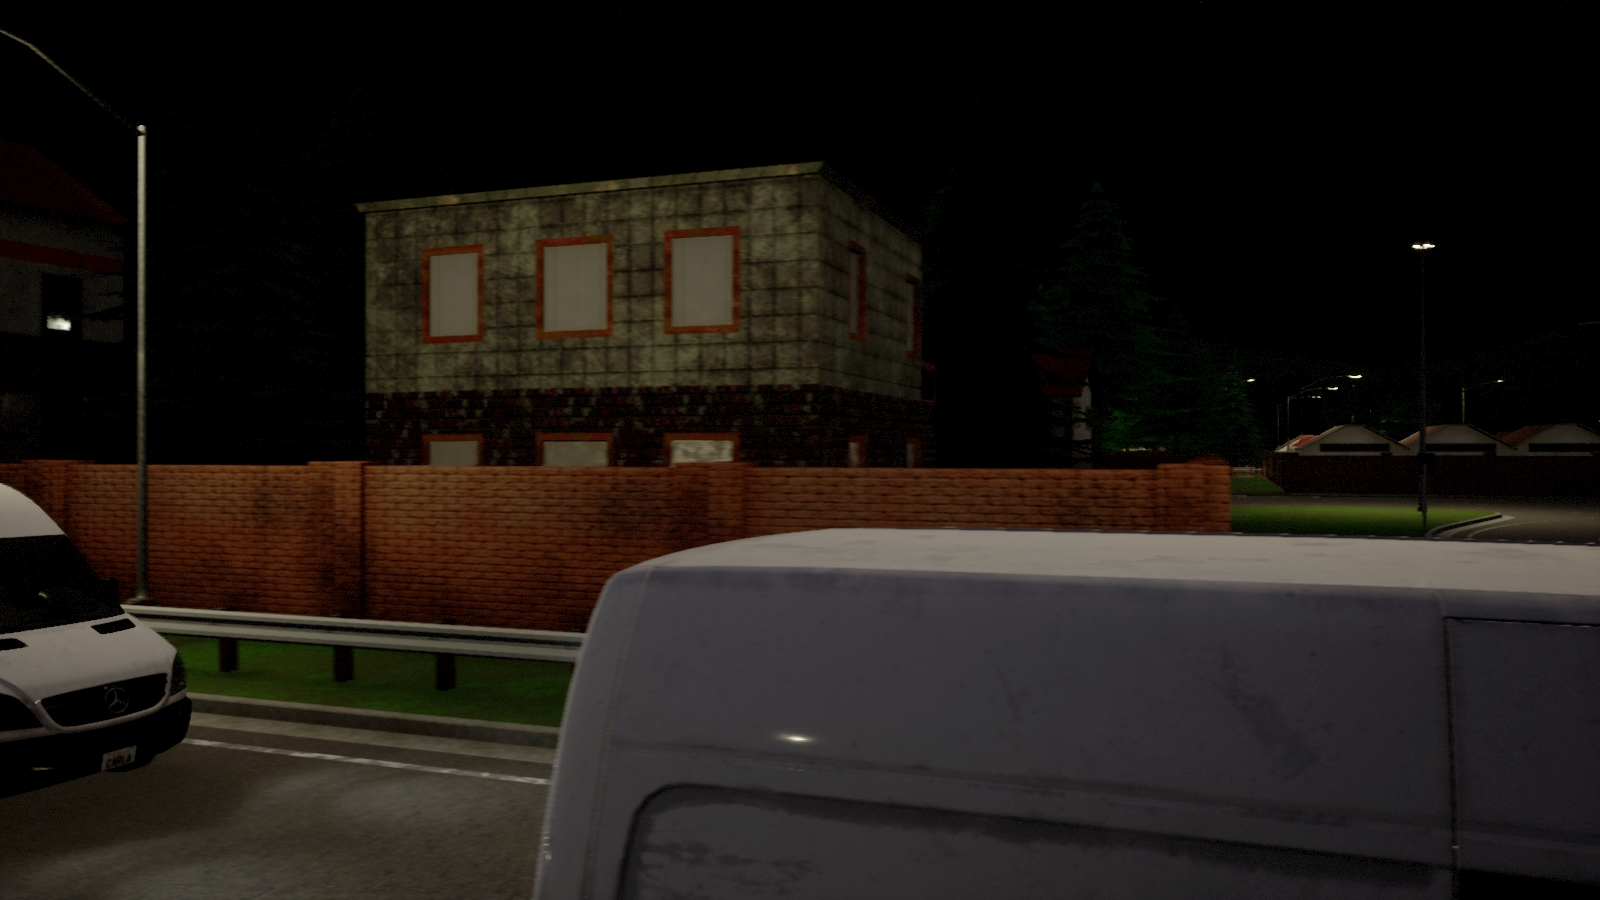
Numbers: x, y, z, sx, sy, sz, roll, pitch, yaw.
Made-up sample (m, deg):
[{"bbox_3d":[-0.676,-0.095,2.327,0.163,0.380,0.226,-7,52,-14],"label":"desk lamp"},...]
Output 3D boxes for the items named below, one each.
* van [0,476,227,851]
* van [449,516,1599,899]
[{"bbox_3d":[-8.057,1.529,9.909,5.915,2.561,1.988,0,0,20],"label":"van"},{"bbox_3d":[2.349,1.535,2.436,5.915,2.561,1.988,0,0,20],"label":"van"}]
